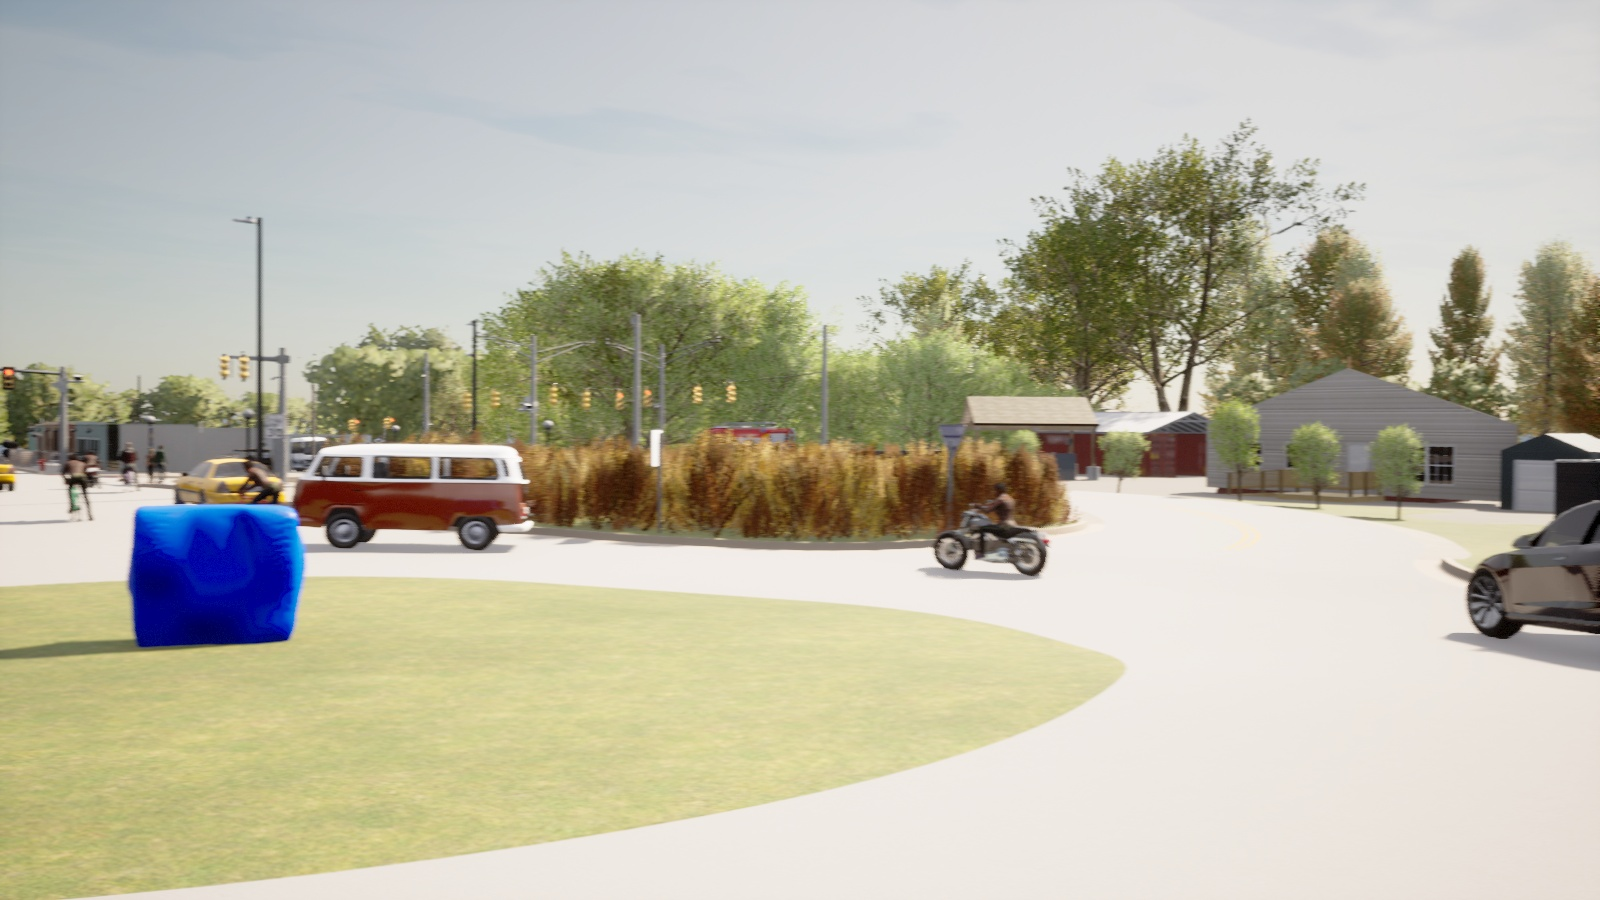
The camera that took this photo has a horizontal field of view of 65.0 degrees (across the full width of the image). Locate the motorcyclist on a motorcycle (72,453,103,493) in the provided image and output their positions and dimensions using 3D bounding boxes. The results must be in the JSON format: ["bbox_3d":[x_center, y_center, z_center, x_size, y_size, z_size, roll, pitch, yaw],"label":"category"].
[{"bbox_3d":[-28.147,0.901,49.595,0.797,1.523,2.044,-1,0,-37],"label":"motorcyclist on a motorcycle"}]

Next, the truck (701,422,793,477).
[{"bbox_3d":[-4.020,-0.104,92.872,2.891,3.827,8.468,-1,1,-33],"label":"truck"}]

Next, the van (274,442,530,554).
[{"bbox_3d":[-7.708,0.924,24.740,4.480,2.038,2.069,1,-1,-8],"label":"van"}]

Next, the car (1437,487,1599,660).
[{"bbox_3d":[8.092,1.136,11.773,2.163,1.488,4.792,0,-4,6],"label":"car"}]

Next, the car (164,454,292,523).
[{"bbox_3d":[-15.039,0.930,32.842,1.801,1.575,5.366,-1,1,-38],"label":"car"}]

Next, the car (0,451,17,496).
[{"bbox_3d":[-30.440,0.878,46.556,1.801,1.575,5.366,-1,0,-38],"label":"car"}]

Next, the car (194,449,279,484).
[{"bbox_3d":[-31.293,0.918,69.814,3.866,1.878,1.905,2,-1,-43],"label":"car"}]

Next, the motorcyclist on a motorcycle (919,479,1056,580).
[{"bbox_3d":[3.271,1.359,22.080,2.350,1.649,0.766,-1,0,43],"label":"motorcyclist on a motorcycle"}]

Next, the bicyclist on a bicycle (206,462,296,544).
[{"bbox_3d":[-11.373,1.084,26.030,1.656,1.620,0.582,1,1,8],"label":"bicyclist on a bicycle"}]

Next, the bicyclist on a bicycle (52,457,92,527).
[{"bbox_3d":[-17.471,0.994,30.118,0.582,1.620,1.656,-1,1,-38],"label":"bicyclist on a bicycle"}]

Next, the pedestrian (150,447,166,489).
[{"bbox_3d":[-28.430,0.782,55.632,0.353,1.847,0.614,0,1,2],"label":"pedestrian"}]

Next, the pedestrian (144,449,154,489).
[{"bbox_3d":[-30.651,0.874,59.126,0.331,1.846,0.634,-1,1,-37],"label":"pedestrian"}]
